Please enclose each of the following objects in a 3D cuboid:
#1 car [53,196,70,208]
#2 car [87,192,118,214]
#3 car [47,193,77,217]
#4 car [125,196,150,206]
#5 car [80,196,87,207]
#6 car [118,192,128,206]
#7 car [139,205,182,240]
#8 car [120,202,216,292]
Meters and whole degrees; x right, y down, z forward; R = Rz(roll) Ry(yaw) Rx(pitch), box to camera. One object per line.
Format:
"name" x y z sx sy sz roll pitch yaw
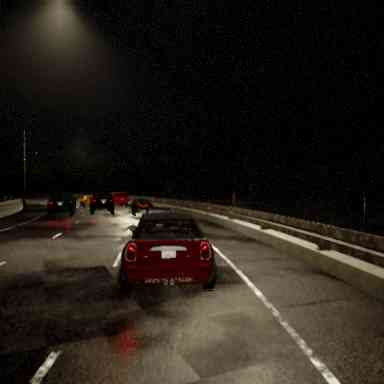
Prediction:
"car" -17.761 1.315 45.252 1.837 1.490 4.892 0 0 -25
"car" -9.094 1.068 33.395 2.150 2.045 5.566 0 -1 -19
"car" -11.760 1.093 30.211 2.150 2.045 5.566 0 0 -17
"car" -4.852 1.367 31.296 1.837 1.490 4.892 0 0 -16
"car" -14.413 1.280 46.395 1.882 1.535 5.008 0 0 -26
"car" -10.241 1.025 45.857 2.150 2.045 5.566 0 1 -26
"car" -1.719 1.487 17.428 1.994 1.385 4.181 0 0 -7
"car" -0.677 1.311 9.060 2.097 1.767 4.553 0 0 -5
